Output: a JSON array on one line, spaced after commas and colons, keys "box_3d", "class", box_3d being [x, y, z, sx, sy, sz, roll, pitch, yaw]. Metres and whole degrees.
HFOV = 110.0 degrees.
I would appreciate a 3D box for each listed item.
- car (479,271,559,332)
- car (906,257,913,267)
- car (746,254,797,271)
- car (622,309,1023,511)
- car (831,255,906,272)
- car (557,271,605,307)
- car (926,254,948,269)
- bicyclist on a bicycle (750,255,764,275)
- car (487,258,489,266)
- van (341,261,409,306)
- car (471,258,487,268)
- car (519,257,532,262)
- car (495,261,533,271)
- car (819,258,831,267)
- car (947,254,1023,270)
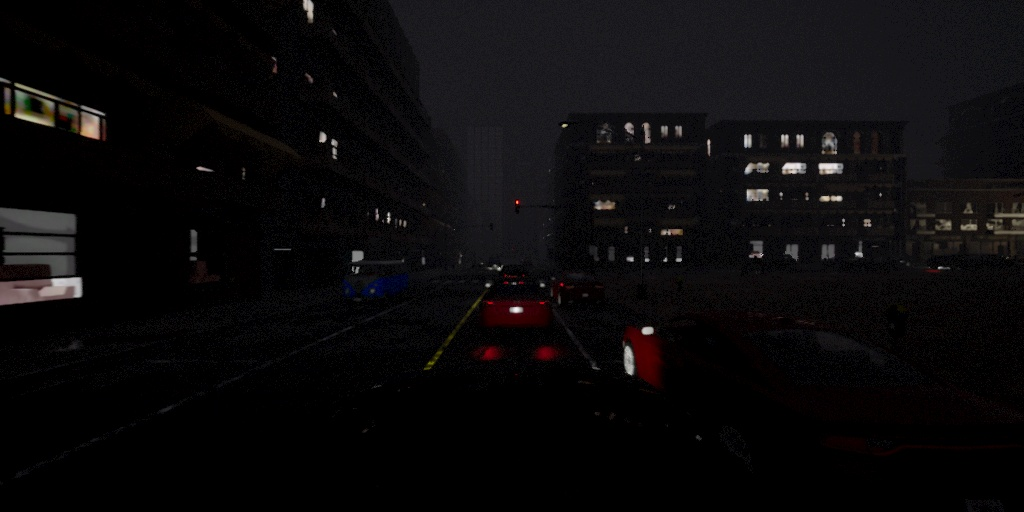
[{"box_3d": [0.100, 1.310, 10.923, 1.994, 1.385, 4.181, 0, 0, 0], "class": "car"}, {"box_3d": [43.488, 0.551, 41.306, 4.403, 1.370, 2.007, 0, 0, -1], "class": "car"}, {"box_3d": [27.751, 0.621, 38.480, 4.553, 1.767, 2.097, -1, 0, -1], "class": "car"}, {"box_3d": [2.688, 1.294, 4.262, 1.888, 1.381, 4.507, 0, 0, 0], "class": "car"}, {"box_3d": [32.471, 0.795, 32.767, 4.403, 1.370, 2.007, 0, 0, -1], "class": "car"}, {"box_3d": [2.685, 1.290, 15.313, 1.888, 1.381, 4.507, 0, 0, 0], "class": "car"}, {"box_3d": [44.239, 0.542, 35.576, 4.892, 1.490, 1.837, -1, 0, 0], "class": "car"}, {"box_3d": [20.239, 0.762, 29.638, 0.582, 1.620, 1.656, -1, 0, -1], "class": "bicyclist on a bicycle"}, {"box_3d": [-5.704, 1.318, 64.315, 1.948, 1.339, 4.313, 0, 0, 0], "class": "car"}, {"box_3d": [-5.695, 1.086, 15.313, 1.690, 1.789, 3.998, 0, 0, 0], "class": "van"}, {"box_3d": [-5.703, 1.300, 58.788, 2.007, 1.370, 4.403, 0, 0, 0], "class": "car"}, {"box_3d": [2.676, 1.192, 64.312, 1.967, 1.591, 4.097, 0, 0, 0], "class": "car"}, {"box_3d": [0.096, 1.249, 21.573, 1.837, 1.490, 4.892, 0, 0, 0], "class": "car"}, {"box_3d": [37.920, 0.653, 41.226, 4.313, 1.339, 1.948, 0, 0, -1], "class": "car"}, {"box_3d": [43.608, 0.621, 32.926, 4.403, 1.370, 2.007, 0, 0, -1], "class": "car"}]
